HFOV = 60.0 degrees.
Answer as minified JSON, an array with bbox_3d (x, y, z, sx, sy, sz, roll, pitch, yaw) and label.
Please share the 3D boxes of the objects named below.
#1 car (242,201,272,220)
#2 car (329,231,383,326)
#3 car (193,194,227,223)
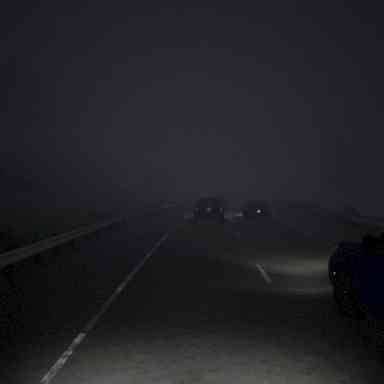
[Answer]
[{"bbox_3d":[4.983,1.359,25.936,1.994,1.385,4.181,0,0,5],"label":"car"},{"bbox_3d":[3.681,1.191,4.072,2.150,2.045,5.566,0,0,1],"label":"car"},{"bbox_3d":[1.273,1.162,23.786,2.097,1.767,4.553,0,1,5],"label":"car"}]
